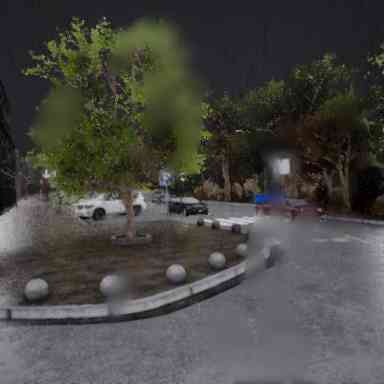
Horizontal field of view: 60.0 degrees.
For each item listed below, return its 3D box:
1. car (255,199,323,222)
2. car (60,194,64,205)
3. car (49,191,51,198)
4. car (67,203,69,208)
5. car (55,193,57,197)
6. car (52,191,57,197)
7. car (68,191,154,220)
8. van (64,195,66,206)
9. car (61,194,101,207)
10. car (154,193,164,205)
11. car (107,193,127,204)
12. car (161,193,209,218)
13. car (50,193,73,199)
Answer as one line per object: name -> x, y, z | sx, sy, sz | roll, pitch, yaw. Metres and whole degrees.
car -> 6.135, 1.120, 21.712 | 1.895, 1.301, 4.718 | -2, 1, -23
car -> -12.412, 1.149, 39.495 | 5.008, 1.535, 2.097 | -3, 2, -45
car -> -23.671, 0.796, 64.092 | 5.566, 2.045, 2.435 | -4, 1, -45
car -> -8.519, 1.180, 31.441 | 5.366, 1.575, 1.946 | -3, 1, -45
car -> -18.656, 1.114, 53.173 | 4.792, 1.488, 2.163 | -3, 1, -45
car -> -19.912, 0.822, 55.896 | 5.566, 2.045, 2.435 | -3, 1, -45
car -> -6.147, 0.968, 25.824 | 5.566, 2.045, 2.435 | -3, 2, -45
van -> -11.253, 0.942, 36.675 | 4.442, 1.987, 1.878 | -3, 2, -45
car -> -14.925, 1.162, 44.956 | 4.674, 1.452, 2.002 | -3, 1, -45
car -> -4.058, 0.894, 44.069 | 2.128, 1.511, 4.902 | -2, 1, -25
car -> -11.282, 0.986, 49.797 | 1.837, 1.490, 4.892 | -2, 0, -24
car -> -0.435, 1.077, 26.139 | 1.882, 1.535, 5.008 | -2, 1, -25
car -> -33.689, 1.014, 85.888 | 4.892, 1.521, 2.231 | -3, 1, -45
